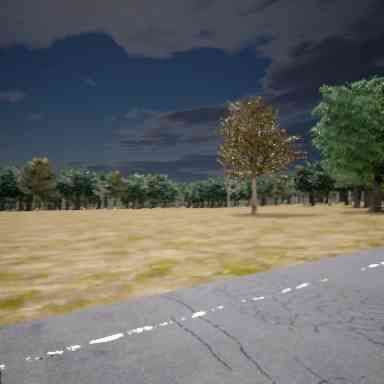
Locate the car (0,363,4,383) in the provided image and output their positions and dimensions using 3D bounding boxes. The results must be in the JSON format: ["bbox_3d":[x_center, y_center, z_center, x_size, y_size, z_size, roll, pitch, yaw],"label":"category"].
[{"bbox_3d":[-3.303,1.568,1.682,4.181,1.385,1.994,0,0,-35],"label":"car"}]
